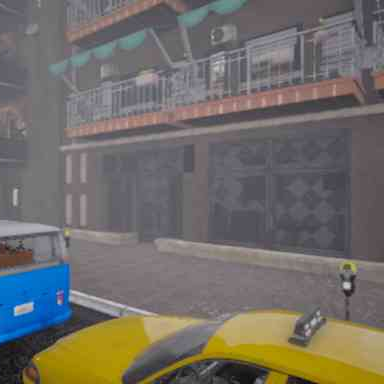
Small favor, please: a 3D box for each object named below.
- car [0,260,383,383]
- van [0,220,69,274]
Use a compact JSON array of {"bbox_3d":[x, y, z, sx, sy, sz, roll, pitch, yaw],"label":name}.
[{"bbox_3d":[0.587,1.525,2.455,4.829,1.417,1.752,0,0,36],"label":"car"},{"bbox_3d":[-3.771,1.340,5.564,3.998,1.788,1.690,0,0,36],"label":"van"}]
